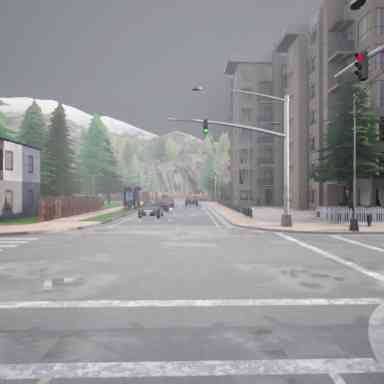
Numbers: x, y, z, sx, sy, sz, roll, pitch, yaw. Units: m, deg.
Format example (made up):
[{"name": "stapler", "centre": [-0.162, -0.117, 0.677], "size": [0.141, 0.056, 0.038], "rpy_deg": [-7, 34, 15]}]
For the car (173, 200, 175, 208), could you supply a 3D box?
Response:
[{"name": "car", "centre": [-3.621, 1.581, 49.066], "size": [1.994, 1.385, 4.181], "rpy_deg": [0, 0, 0]}]

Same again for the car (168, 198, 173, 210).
[{"name": "car", "centre": [-3.629, 1.614, 39.043], "size": [1.895, 1.301, 4.718], "rpy_deg": [0, 0, 0]}]

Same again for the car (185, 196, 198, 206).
[{"name": "car", "centre": [-0.054, 1.371, 54.217], "size": [2.097, 1.767, 4.553], "rpy_deg": [0, 0, 0]}]

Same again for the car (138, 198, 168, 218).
[{"name": "car", "centre": [-3.622, 1.502, 29.813], "size": [2.128, 1.511, 4.902], "rpy_deg": [0, 0, 0]}]
